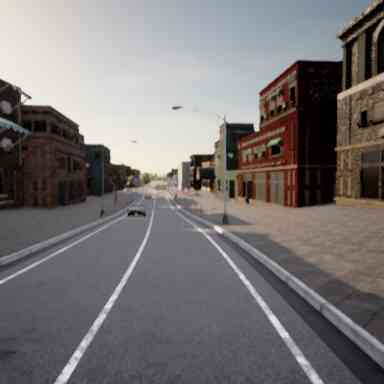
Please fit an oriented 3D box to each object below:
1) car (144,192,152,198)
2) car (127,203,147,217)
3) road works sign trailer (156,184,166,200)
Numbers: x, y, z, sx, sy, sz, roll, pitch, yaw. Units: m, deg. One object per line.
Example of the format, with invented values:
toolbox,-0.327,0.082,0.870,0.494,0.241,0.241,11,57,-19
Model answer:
car,-10.157,0.804,76.966,1.882,1.535,5.008,0,2,-6
car,-5.804,1.877,35.466,2.033,1.411,5.357,0,-1,-6
road works sign trailer,-7.233,-0.036,77.792,2.380,3.560,2.880,0,2,-6
